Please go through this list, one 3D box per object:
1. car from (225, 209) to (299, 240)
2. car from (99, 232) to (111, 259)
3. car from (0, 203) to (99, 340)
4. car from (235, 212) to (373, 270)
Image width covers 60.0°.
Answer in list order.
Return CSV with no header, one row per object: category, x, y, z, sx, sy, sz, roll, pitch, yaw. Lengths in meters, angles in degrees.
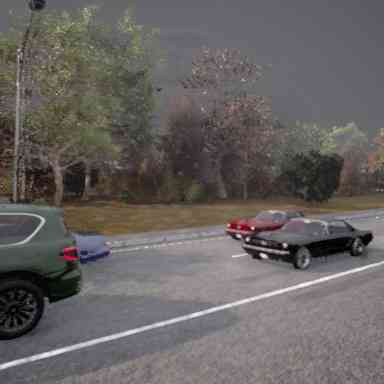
car,3.768,1.492,15.176,4.718,1.301,1.895,-1,1,-35
car,-4.983,1.546,9.015,5.357,1.411,2.033,0,0,-35
car,-4.558,1.219,5.029,5.566,2.045,2.150,0,0,-35
car,3.911,1.530,11.013,4.718,1.301,1.895,-1,1,-35
